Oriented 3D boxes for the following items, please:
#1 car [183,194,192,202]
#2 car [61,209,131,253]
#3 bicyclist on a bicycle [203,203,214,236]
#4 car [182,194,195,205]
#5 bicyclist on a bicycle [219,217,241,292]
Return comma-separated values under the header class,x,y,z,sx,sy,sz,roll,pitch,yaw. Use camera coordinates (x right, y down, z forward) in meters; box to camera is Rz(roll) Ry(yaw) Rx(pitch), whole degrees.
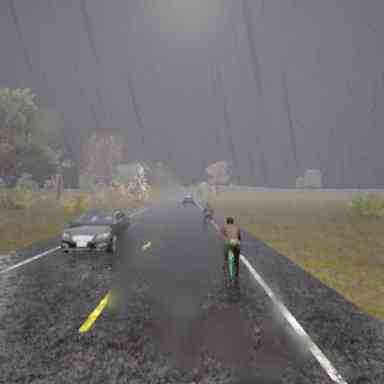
class,x,y,z,sx,sy,sz,roll,pitch,yaw
car,-0.981,1.315,73.695,1.837,1.490,4.892,0,0,-1
car,-3.683,1.461,13.487,2.128,1.511,4.902,0,0,-1
bicyclist on a bicycle,0.840,1.413,16.938,0.582,1.620,1.656,0,0,-1
car,-0.617,1.366,56.539,1.837,1.490,4.892,0,0,-1
bicyclist on a bicycle,0.926,1.434,7.921,0.582,1.620,1.656,0,0,0
